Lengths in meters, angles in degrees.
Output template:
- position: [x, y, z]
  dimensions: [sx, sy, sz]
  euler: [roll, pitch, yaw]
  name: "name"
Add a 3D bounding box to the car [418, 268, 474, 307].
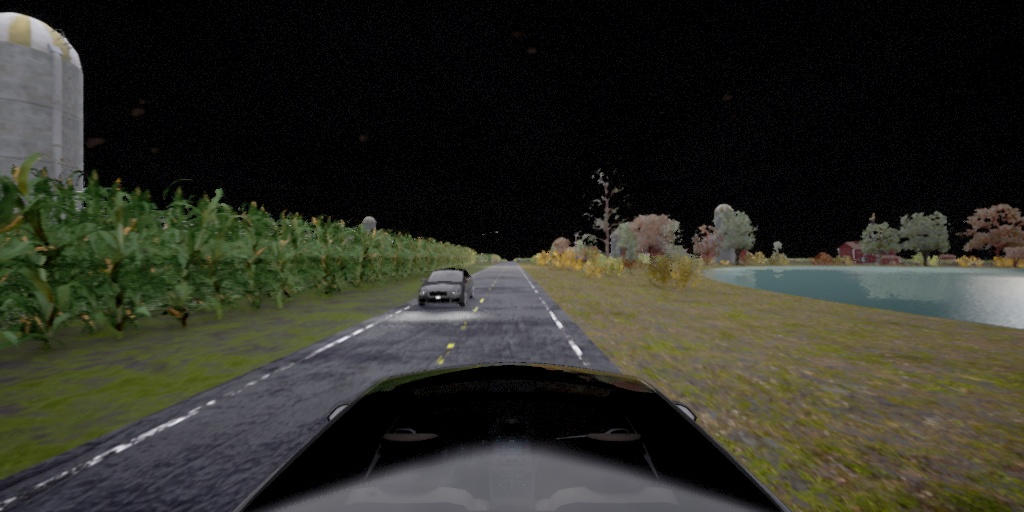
- position: [-2.748, 1.296, 15.765]
  dimensions: [1.837, 1.490, 4.892]
  euler: [0, 0, 0]
  name: "car"
